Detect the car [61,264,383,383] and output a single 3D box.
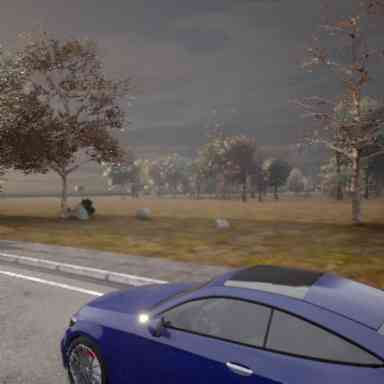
[{"bbox_3d":[0.635,1.520,3.406,4.674,1.442,1.812,0,0,35],"label":"car"}]
